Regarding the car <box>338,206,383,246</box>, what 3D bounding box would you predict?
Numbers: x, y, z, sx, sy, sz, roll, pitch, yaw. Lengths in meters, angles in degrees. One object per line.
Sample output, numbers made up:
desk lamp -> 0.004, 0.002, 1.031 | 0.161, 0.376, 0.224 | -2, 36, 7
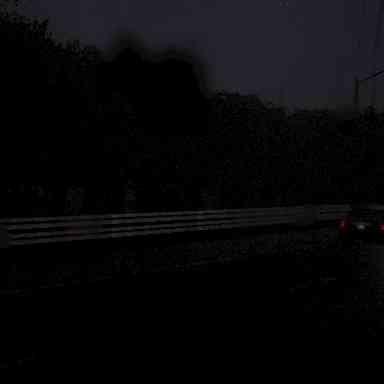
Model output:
car -> 8.244, 1.364, 14.048 | 4.553, 1.767, 2.097 | 0, 0, -35
